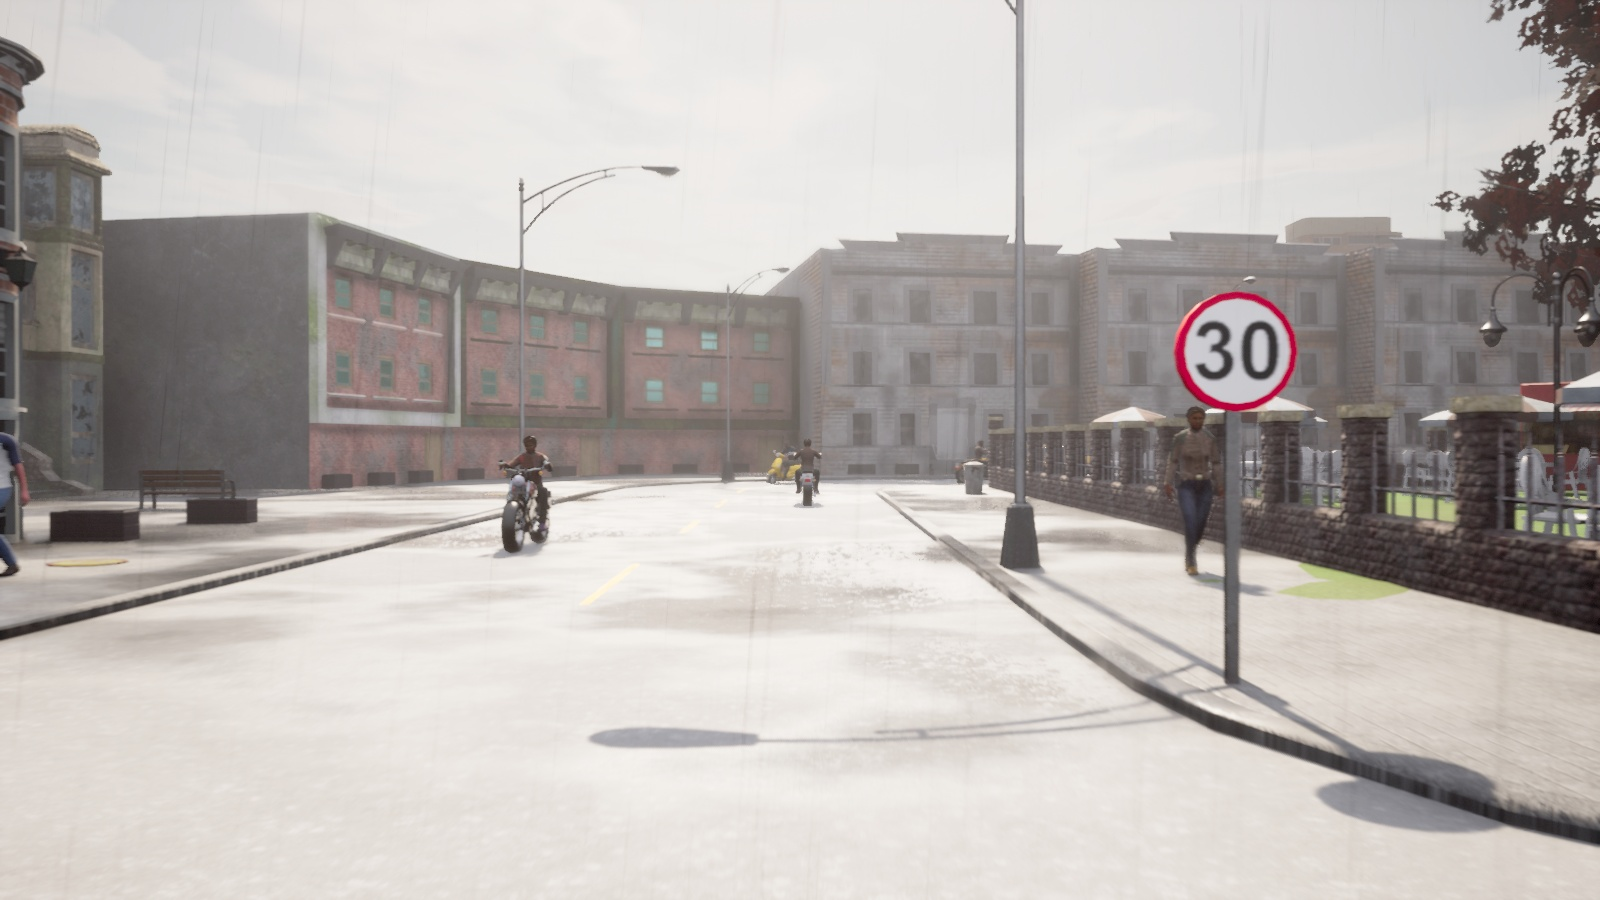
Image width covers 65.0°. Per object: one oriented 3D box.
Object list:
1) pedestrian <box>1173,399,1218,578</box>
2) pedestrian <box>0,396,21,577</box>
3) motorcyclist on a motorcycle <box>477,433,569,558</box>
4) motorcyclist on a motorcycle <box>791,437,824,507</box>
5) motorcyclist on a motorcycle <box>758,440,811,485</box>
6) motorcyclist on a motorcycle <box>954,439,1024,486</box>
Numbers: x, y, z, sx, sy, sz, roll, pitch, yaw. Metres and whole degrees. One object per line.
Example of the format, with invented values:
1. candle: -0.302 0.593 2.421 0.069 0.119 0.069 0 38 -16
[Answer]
1. pedestrian: 4.131 0.385 13.138 0.328 1.805 0.869 0 0 9
2. pedestrian: -8.285 0.373 12.693 0.354 1.836 0.706 0 0 2
3. motorcyclist on a motorcycle: -3.884 0.593 17.796 0.766 1.649 2.350 0 0 0
4. motorcyclist on a motorcycle: 0.186 0.524 30.757 0.766 1.649 2.350 0 0 0
5. motorcyclist on a motorcycle: -0.552 0.445 45.536 1.817 1.590 0.866 0 2 -44
6. motorcyclist on a motorcycle: 6.732 0.451 44.733 2.350 1.649 0.766 0 1 -11
